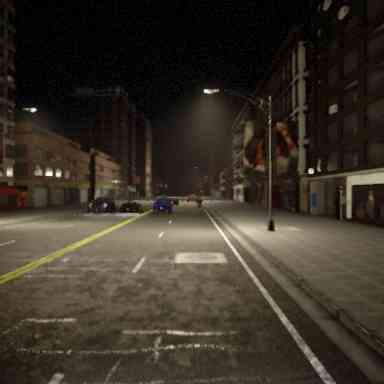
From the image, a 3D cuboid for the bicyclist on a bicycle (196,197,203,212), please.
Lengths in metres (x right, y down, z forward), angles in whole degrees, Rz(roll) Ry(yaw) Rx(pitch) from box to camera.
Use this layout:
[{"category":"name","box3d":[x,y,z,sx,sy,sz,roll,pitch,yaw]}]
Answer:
[{"category":"bicyclist on a bicycle","box3d":[0.894,1.373,36.543,0.659,1.776,1.843,0,0,0]}]

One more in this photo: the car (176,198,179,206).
[{"category":"car","box3d":[-3.148,1.600,55.590,1.895,1.301,4.718,0,0,0]}]

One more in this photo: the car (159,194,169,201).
[{"category":"car","box3d":[-6.498,1.291,77.535,2.033,1.411,5.357,0,0,0]}]

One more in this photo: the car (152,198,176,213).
[{"category":"car","box3d":[-3.152,1.480,36.705,1.882,1.535,5.008,0,0,0]}]

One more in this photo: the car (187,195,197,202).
[{"category":"car","box3d":[0.002,1.341,74.278,2.097,1.767,4.553,0,0,0]}]

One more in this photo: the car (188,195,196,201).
[{"category":"car","box3d":[0.002,1.445,84.594,1.882,1.535,5.008,0,0,0]}]

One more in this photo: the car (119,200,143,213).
[{"category":"car","box3d":[-6.585,1.566,36.239,1.994,1.385,4.181,0,0,0]}]

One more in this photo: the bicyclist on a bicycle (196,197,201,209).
[{"category":"bicyclist on a bicycle","box3d":[0.895,1.455,45.364,0.582,1.620,1.656,0,0,0]}]

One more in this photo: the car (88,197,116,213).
[{"category":"car","box3d":[-9.835,1.354,36.665,2.097,1.767,4.553,0,0,0]}]
